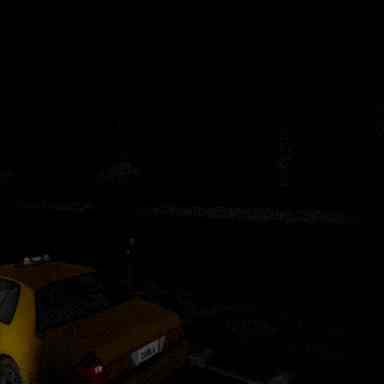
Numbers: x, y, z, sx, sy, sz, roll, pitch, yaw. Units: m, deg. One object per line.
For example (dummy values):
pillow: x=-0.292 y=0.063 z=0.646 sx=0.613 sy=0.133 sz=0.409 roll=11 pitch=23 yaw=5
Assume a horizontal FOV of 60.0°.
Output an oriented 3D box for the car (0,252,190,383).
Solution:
car: x=-2.304 y=1.525 z=4.601 sx=4.829 sy=1.417 sz=1.752 roll=0 pitch=0 yaw=35
